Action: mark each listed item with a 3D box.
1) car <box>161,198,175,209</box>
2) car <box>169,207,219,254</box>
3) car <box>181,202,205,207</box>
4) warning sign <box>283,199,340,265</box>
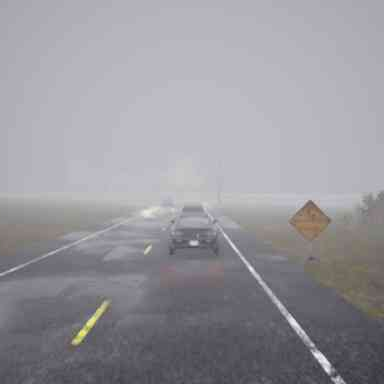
[{"bbox_3d":[-3.571,1.673,50.046,1.837,1.490,4.892,0,0,0],"label":"car"},{"bbox_3d":[0.081,1.570,13.561,1.812,1.442,4.674,0,0,0],"label":"car"},{"bbox_3d":[0.083,1.574,29.169,1.882,1.535,5.008,0,0,0],"label":"car"},{"bbox_3d":[3.548,1.148,10.009,1.300,1.860,1.060,0,0,0],"label":"warning sign"}]
